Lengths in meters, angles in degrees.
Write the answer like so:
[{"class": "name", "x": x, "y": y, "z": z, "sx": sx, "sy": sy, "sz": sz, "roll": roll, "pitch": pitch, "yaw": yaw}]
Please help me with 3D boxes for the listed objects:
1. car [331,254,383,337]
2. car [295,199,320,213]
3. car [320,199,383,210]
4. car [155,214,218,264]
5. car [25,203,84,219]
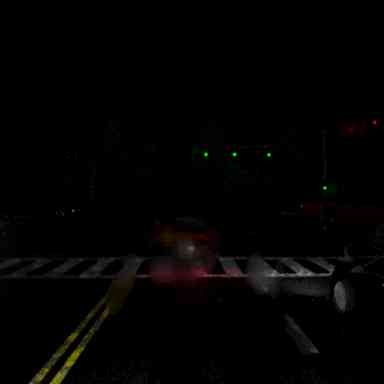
[{"class": "car", "x": 3.617, "y": 1.535, "z": 4.631, "sx": 1.837, "sy": 1.490, "sz": 4.892, "roll": 0, "pitch": -1, "yaw": 1}, {"class": "car", "x": 14.807, "y": 1.606, "z": 39.907, "sx": 4.553, "sy": 1.767, "sz": 2.097, "roll": 0, "pitch": 0, "yaw": -2}, {"class": "car", "x": 15.759, "y": 1.687, "z": 32.937, "sx": 5.008, "sy": 1.535, "sz": 1.882, "roll": 0, "pitch": 0, "yaw": -2}, {"class": "car", "x": -0.310, "y": 1.557, "z": 12.326, "sx": 1.882, "sy": 1.535, "sz": 5.008, "roll": 0, "pitch": 0, "yaw": -6}, {"class": "car", "x": -13.031, "y": 1.750, "z": 31.670, "sx": 5.357, "sy": 1.411, "sz": 2.033, "roll": 0, "pitch": -1, "yaw": 12}]
